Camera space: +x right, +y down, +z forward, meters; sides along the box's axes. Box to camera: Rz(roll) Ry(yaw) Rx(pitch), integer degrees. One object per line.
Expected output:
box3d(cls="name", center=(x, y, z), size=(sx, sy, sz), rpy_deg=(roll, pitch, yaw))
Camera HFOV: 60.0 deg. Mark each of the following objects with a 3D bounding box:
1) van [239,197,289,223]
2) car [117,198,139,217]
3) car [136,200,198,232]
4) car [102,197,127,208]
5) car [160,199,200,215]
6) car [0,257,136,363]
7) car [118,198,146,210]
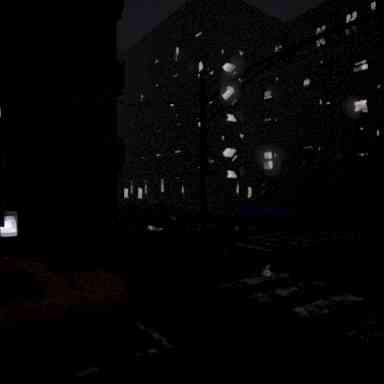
box3d(cls="van", center=(5.376, 1.305, 25.205), size=(1.690, 1.788, 3.998), rpy_deg=(0, 0, -36))
box3d(cls="car", center=(-4.236, 1.478, 28.614), size=(2.128, 1.511, 4.902), rpy_deg=(0, 0, -36))
box3d(cls="car", center=(-1.426, 1.454, 20.309), size=(1.967, 1.590, 4.097), rpy_deg=(0, 0, -36))
box3d(cls="car", center=(-11.212, 1.487, 48.142), size=(1.887, 1.381, 4.507), rpy_deg=(0, 0, -36))
box3d(cls="car", center=(-1.359, 1.474, 34.518), size=(1.752, 1.417, 4.829), rpy_deg=(0, 0, -36))
box3d(cls="car", center=(-3.161, 1.525, 4.313), size=(4.829, 1.417, 1.752), rpy_deg=(0, 0, -35))
box3d(cls="car", center=(-7.895, 1.487, 43.555), size=(1.887, 1.381, 4.507), rpy_deg=(0, 0, -36))
